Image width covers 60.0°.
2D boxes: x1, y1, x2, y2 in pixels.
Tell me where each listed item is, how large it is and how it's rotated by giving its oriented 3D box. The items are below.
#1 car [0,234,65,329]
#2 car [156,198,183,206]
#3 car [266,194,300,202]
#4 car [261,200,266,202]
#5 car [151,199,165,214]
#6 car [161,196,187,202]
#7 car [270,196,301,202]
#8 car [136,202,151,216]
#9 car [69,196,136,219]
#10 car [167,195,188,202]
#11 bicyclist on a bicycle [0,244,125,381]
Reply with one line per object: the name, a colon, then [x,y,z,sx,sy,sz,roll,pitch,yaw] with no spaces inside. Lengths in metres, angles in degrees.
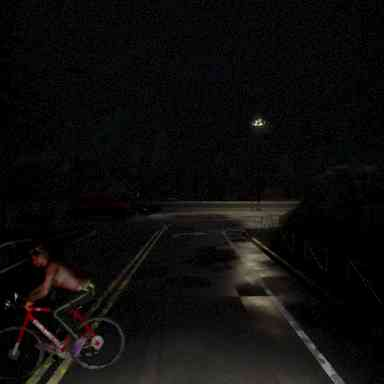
car: [-3.592,1.492,5.163,2.128,1.511,4.902,0,0,0]
car: [-3.918,1.721,58.940,4.674,1.442,1.812,0,0,-1]
car: [15.863,1.417,55.694,5.566,2.045,2.150,0,0,-1]
car: [14.756,1.700,59.176,4.892,1.490,1.837,0,0,-1]
car: [-5.764,1.796,37.715,4.718,1.301,1.895,0,0,-1]
car: [-3.448,1.721,48.446,4.674,1.442,1.812,0,0,-1]
car: [14.568,1.673,48.677,5.008,1.535,1.882,0,0,-1]
car: [-6.997,1.701,34.198,4.892,1.490,1.837,0,0,-1]
car: [-8.391,1.417,30.679,5.566,2.045,2.150,0,0,-1]
car: [-3.283,1.419,51.949,5.566,2.045,2.150,0,0,-1]
bicyclist on a bicycle: [-1.671,1.453,4.084,1.656,1.620,0.582,-2,0,-12]
